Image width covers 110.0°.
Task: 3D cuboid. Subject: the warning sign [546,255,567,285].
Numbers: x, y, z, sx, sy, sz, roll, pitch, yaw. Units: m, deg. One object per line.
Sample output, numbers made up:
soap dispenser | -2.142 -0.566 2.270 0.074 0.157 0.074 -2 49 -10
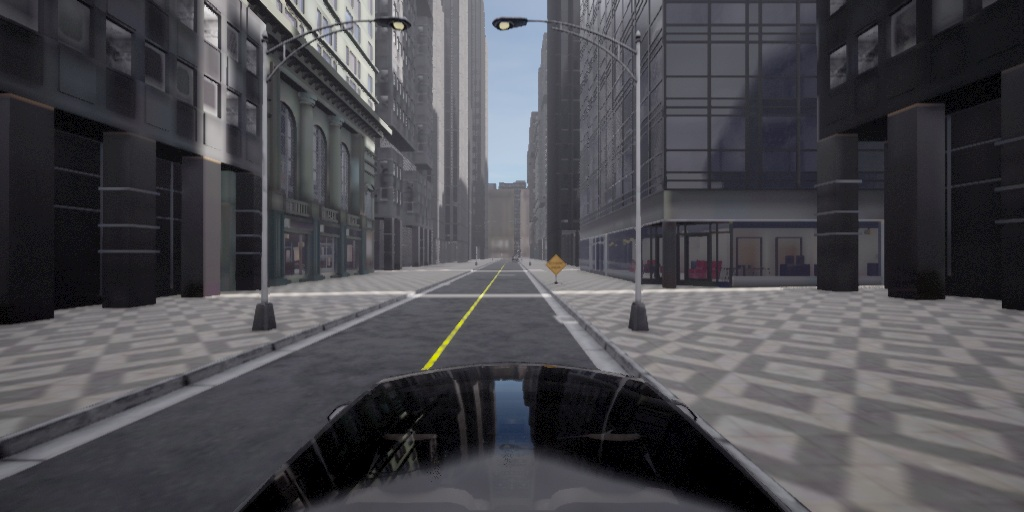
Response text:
warning sign | 2.717 0.840 22.041 1.300 1.860 1.060 0 0 0
